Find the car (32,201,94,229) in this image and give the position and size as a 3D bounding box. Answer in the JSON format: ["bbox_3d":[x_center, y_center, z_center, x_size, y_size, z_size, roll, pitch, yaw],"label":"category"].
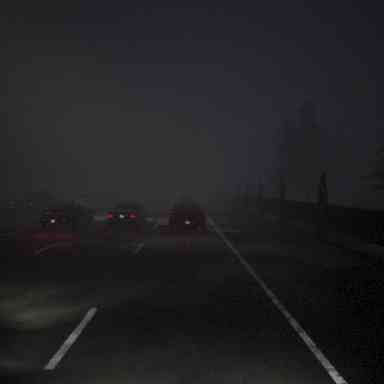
[{"bbox_3d":[-7.292,1.279,19.768,2.128,1.511,4.902,0,1,-1],"label":"car"}]

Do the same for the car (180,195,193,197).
[{"bbox_3d":[-0.605,1.063,37.678,1.882,1.535,5.008,0,1,-1],"label":"car"}]

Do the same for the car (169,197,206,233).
[{"bbox_3d":[-0.264,1.275,18.366,1.882,1.535,5.008,0,1,-1],"label":"car"}]

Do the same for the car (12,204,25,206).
[{"bbox_3d":[-14.590,0.877,30.703,2.150,2.045,5.566,0,0,-1],"label":"car"}]

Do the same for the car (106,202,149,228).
[{"bbox_3d":[-3.802,1.326,20.266,2.033,1.411,5.357,0,1,-1],"label":"car"}]
